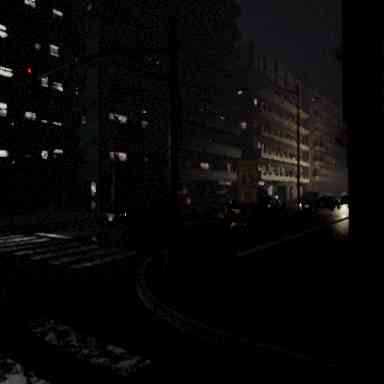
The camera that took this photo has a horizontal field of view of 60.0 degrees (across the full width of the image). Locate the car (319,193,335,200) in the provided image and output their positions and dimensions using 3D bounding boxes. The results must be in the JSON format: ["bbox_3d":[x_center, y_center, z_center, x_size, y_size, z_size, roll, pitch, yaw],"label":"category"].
[{"bbox_3d":[26.679,0.882,65.571,2.008,1.369,4.403,0,0,36],"label":"car"}]

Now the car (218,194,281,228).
[{"bbox_3d":[3.548,1.098,19.357,1.967,1.590,4.097,0,0,36],"label":"car"}]

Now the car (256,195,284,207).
[{"bbox_3d":[10.013,1.106,42.671,1.947,1.339,4.313,0,0,36],"label":"car"}]

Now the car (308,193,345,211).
[{"bbox_3d":[13.456,1.094,33.160,1.947,1.339,4.313,0,0,36],"label":"car"}]

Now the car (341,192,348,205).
[{"bbox_3d":[20.122,0.986,42.320,1.887,1.381,4.507,0,0,36],"label":"car"}]

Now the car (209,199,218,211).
[{"bbox_3d":[3.346,1.178,33.511,2.008,1.369,4.403,0,0,36],"label":"car"}]

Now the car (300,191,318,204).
[{"bbox_3d":[17.160,0.817,47.933,2.097,1.767,4.553,0,0,36],"label":"car"}]

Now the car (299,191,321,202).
[{"bbox_3d":[20.011,0.728,56.410,2.192,1.841,5.009,0,0,36],"label":"car"}]

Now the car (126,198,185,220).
[{"bbox_3d":[-2.672,1.250,25.396,1.887,1.381,4.507,0,1,36],"label":"car"}]

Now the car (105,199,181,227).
[{"bbox_3d":[-3.057,1.213,20.322,2.128,1.511,4.902,0,0,36],"label":"car"}]

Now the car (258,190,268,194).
[{"bbox_3d":[5.747,0.818,32.419,2.150,2.045,5.566,0,1,36],"label":"car"}]
